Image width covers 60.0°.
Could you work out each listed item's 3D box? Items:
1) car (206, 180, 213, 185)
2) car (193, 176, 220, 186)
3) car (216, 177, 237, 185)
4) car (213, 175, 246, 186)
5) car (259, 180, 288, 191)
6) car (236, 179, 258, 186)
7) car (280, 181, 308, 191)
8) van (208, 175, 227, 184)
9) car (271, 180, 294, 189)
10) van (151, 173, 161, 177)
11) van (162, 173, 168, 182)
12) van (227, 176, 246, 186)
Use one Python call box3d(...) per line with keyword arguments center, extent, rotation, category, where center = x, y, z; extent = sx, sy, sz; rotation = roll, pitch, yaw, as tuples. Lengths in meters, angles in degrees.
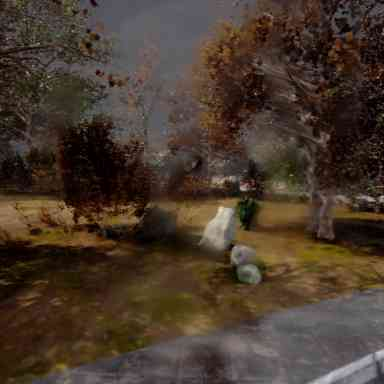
box3d(center=(4.879, -1.842, 59.679), extent=(1.946, 1.575, 5.366), rotation=(6, 4, 43), category="car")
box3d(center=(2.745, -2.040, 61.441), extent=(2.231, 1.521, 4.892), rotation=(6, 4, 43), category="car")
box3d(center=(7.792, -2.439, 74.702), extent=(2.097, 1.535, 5.008), rotation=(5, 4, 43), category="car")
box3d(center=(6.542, -1.642, 57.589), extent=(1.946, 1.575, 5.366), rotation=(6, 4, 43), category="car")
box3d(center=(12.782, -0.987, 51.927), extent=(2.231, 1.521, 4.892), rotation=(6, 4, 43), category="car")
box3d(center=(11.812, -2.021, 70.917), extent=(2.163, 1.488, 4.792), rotation=(6, 4, 43), category="car")
box3d(center=(14.913, -0.776, 50.151), extent=(1.946, 1.575, 5.366), rotation=(6, 4, 43), category="car")
box3d(center=(5.876, -2.855, 76.675), extent=(1.878, 1.987, 4.442), rotation=(5, 4, 43), category="van")
box3d(center=(17.778, -1.398, 65.173), extent=(2.163, 1.488, 4.792), rotation=(6, 4, 43), category="car")
box3d(center=(-8.243, -4.195, 90.083), extent=(1.878, 1.987, 4.442), rotation=(5, 4, 43), category="van")
box3d(center=(-3.184, -2.847, 67.241), extent=(1.878, 1.987, 4.442), rotation=(5, 4, 43), category="van")
box3d(center=(9.740, -2.470, 72.695), extent=(1.878, 1.987, 4.442), rotation=(6, 4, 43), category="van")
